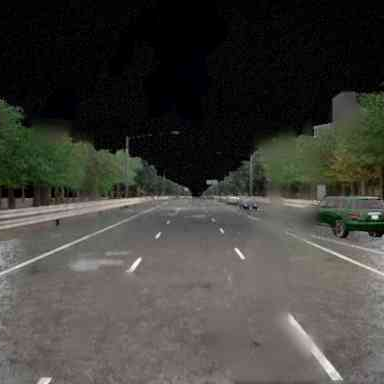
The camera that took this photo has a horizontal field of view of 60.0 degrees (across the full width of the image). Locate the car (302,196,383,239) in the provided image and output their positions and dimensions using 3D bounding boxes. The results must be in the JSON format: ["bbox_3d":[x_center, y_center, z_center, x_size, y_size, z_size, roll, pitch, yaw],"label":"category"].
[{"bbox_3d":[7.987,1.241,17.824,2.150,2.045,5.566,0,0,-8],"label":"car"}]

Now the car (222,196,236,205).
[{"bbox_3d":[7.009,1.616,58.661,1.994,1.385,4.181,0,0,0],"label":"car"}]

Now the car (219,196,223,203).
[{"bbox_3d":[7.055,1.658,73.477,2.128,1.511,4.902,0,0,0],"label":"car"}]

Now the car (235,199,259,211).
[{"bbox_3d":[6.983,1.625,41.703,1.895,1.301,4.718,0,0,0],"label":"car"}]
